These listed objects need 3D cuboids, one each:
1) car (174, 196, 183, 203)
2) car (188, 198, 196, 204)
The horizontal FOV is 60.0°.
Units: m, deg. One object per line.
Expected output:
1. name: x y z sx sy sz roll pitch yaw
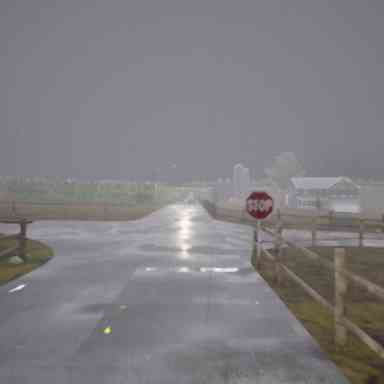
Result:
1. car: -2.766 1.641 70.782 2.033 1.411 5.357 0 0 0
2. car: -0.017 2.068 77.007 2.033 1.411 5.357 0 0 0
